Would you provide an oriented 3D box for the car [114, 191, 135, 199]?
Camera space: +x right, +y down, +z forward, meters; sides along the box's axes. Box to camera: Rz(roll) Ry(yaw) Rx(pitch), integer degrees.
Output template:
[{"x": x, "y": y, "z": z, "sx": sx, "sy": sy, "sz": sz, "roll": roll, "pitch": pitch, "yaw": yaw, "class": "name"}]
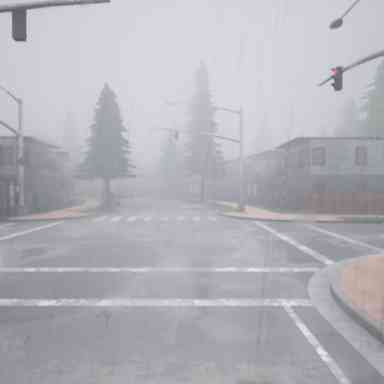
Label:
[{"x": -11.326, "y": 0.485, "z": 55.925, "sx": 1.895, "sy": 1.301, "sz": 4.718, "roll": -1, "pitch": 2, "yaw": -34, "class": "car"}]
